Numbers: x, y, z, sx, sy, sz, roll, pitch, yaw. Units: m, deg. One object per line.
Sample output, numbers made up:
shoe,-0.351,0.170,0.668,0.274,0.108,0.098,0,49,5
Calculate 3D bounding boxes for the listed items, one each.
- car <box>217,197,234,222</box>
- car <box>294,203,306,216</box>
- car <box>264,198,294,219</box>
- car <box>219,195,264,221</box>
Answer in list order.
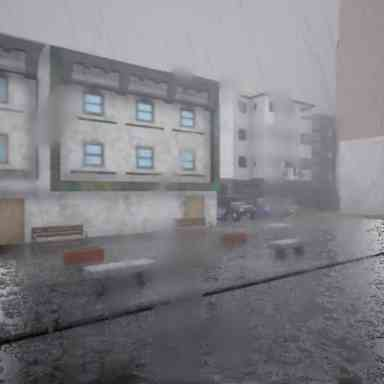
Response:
car,1.142,1.362,24.336,1.845,1.501,3.633,0,0,-26
car,8.042,1.338,29.233,1.816,1.474,4.193,0,0,-26
car,5.724,1.279,27.400,2.242,1.667,4.611,0,0,-26
car,3.336,1.184,25.407,1.905,1.878,3.866,0,0,-26
